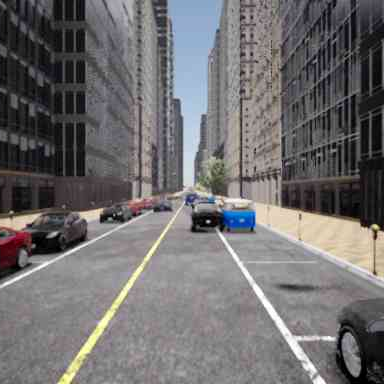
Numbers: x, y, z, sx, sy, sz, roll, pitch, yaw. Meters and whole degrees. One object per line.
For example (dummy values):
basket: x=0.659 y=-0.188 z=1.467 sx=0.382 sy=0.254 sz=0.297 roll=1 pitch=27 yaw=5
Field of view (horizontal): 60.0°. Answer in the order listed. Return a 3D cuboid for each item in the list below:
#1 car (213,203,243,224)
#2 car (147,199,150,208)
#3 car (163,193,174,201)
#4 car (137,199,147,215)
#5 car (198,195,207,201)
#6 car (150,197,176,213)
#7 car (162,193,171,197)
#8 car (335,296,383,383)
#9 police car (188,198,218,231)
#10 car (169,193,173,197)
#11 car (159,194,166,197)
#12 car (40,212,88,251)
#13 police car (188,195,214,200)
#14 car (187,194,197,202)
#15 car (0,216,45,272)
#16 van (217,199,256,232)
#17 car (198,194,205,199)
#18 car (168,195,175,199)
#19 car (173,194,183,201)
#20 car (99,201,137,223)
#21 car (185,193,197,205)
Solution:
car: x=2.664 y=1.546 z=25.390 sx=1.802 sy=1.307 sz=4.206 roll=0 pitch=0 yaw=0
car: x=-5.731 y=1.518 z=42.475 sx=1.802 sy=1.307 sz=4.206 roll=0 pitch=0 yaw=0
car: x=-5.766 y=1.162 z=82.353 sx=2.192 sy=1.841 sz=5.009 roll=0 pitch=0 yaw=0
car: x=-5.721 y=1.500 z=31.081 sx=1.887 sy=1.381 sz=4.507 roll=0 pitch=0 yaw=0
car: x=2.615 y=1.398 z=82.360 sx=2.008 sy=1.369 sz=4.403 roll=0 pitch=0 yaw=0
car: x=-3.126 y=1.510 z=36.551 sx=1.994 sy=1.385 sz=4.181 roll=0 pitch=0 yaw=0
car: x=-5.750 y=1.455 z=65.263 sx=1.947 sy=1.339 sz=4.313 roll=0 pitch=0 yaw=0
car: x=2.684 y=1.548 z=2.603 sx=2.008 sy=1.369 sz=4.403 roll=0 pitch=0 yaw=0
police car: x=0.881 y=1.396 z=20.687 sx=1.930 sy=1.638 sz=5.238 roll=0 pitch=0 yaw=0
car: x=-5.756 y=1.190 z=70.959 sx=2.192 sy=1.841 sz=5.009 roll=0 pitch=0 yaw=0
car: x=-5.741 y=1.496 z=53.869 sx=1.802 sy=1.307 sz=4.206 roll=0 pitch=0 yaw=0
car: x=-5.706 y=1.547 z=13.990 sx=1.947 sy=1.339 sz=4.313 roll=0 pitch=0 yaw=0
police car: x=0.873 y=1.381 z=30.687 sx=1.930 sy=1.638 sz=5.238 roll=0 pitch=0 yaw=0
car: x=-0.063 y=1.238 z=71.618 sx=2.128 sy=1.511 sz=4.902 roll=0 pitch=0 yaw=0
car: x=-5.702 y=1.534 z=8.293 sx=1.887 sy=1.381 sz=4.507 roll=0 pitch=0 yaw=0
van: x=2.668 y=1.314 z=19.693 sx=1.690 sy=1.788 sz=3.998 roll=0 pitch=0 yaw=0
car: x=2.605 y=1.367 z=93.755 sx=2.008 sy=1.369 sz=4.403 roll=0 pitch=0 yaw=0
car: x=-5.775 y=1.398 z=93.749 sx=1.802 sy=1.307 sz=4.206 roll=0 pitch=0 yaw=0
car: x=-3.067 y=1.264 z=76.972 sx=1.994 sy=1.385 sz=4.181 roll=0 pitch=0 yaw=0
car: x=-5.716 y=1.530 z=25.383 sx=1.947 sy=1.339 sz=4.313 roll=0 pitch=0 yaw=0
car: x=-0.050 y=1.130 z=56.649 sx=2.150 sy=2.045 sz=5.566 roll=0 pitch=0 yaw=0
